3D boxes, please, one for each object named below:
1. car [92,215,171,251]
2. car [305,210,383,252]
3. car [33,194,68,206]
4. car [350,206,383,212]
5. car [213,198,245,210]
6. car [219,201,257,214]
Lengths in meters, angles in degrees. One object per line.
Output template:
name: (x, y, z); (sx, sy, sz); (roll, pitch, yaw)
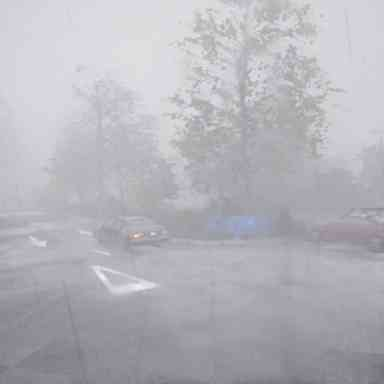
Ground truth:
car: (-3.058, 1.834, 15.817); (2.033, 1.411, 5.357); (-1, -1, -35)
car: (7.428, 1.733, 15.069); (2.002, 1.452, 4.674); (1, -1, -35)
car: (-20.827, 1.055, 48.956); (4.553, 1.767, 2.097); (0, 0, -35)
car: (9.986, 1.625, 16.947); (2.185, 1.767, 4.553); (1, -1, -35)
car: (4.929, 1.590, 44.365); (1.994, 1.385, 4.181); (-2, 2, -35)
car: (5.266, 1.784, 38.478); (1.895, 1.301, 4.718); (-2, 2, -35)
